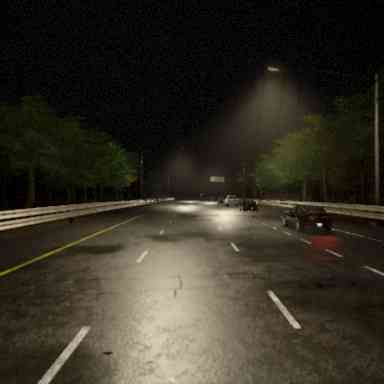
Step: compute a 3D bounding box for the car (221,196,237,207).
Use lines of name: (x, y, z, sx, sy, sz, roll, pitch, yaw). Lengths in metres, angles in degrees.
car: (7.218, 1.715, 61.674, 2.150, 2.045, 5.566, 0, -1, 0)

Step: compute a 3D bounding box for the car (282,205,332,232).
car: (7.027, 1.566, 20.719, 1.837, 1.490, 4.892, 0, 0, 0)

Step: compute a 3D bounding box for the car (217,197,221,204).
car: (7.379, 2.112, 81.741, 2.097, 1.767, 4.553, 0, -1, 1)

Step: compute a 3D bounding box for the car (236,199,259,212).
car: (7.102, 1.764, 41.595, 1.812, 1.442, 4.674, 0, -1, 0)
